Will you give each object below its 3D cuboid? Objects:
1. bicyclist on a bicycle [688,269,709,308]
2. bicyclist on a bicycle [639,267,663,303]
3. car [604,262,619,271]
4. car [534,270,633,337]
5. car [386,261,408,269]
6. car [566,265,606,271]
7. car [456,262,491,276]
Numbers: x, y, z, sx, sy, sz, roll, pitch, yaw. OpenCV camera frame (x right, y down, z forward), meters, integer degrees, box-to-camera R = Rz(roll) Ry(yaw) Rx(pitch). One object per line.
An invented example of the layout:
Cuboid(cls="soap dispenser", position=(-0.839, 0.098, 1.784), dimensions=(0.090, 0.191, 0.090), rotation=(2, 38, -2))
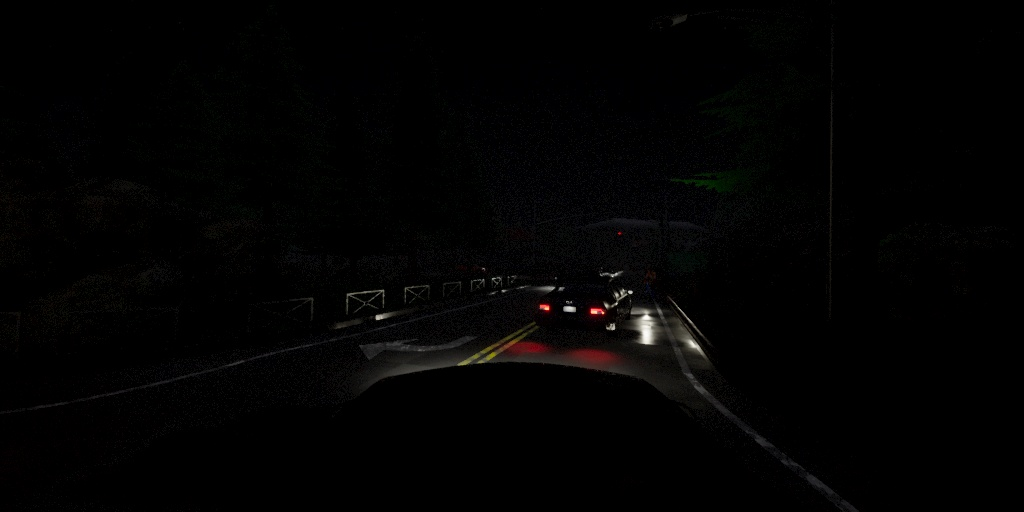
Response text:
Cuboid(cls="bicyclist on a bicycle", position=(7.863, 1.363, 15.106), dimensions=(1.656, 1.620, 0.582), rotation=(1, -1, -34))
Cuboid(cls="bicyclist on a bicycle", position=(6.417, 1.351, 16.487), dimensions=(1.656, 1.620, 0.582), rotation=(1, -1, -31))
Cuboid(cls="car", position=(15.578, 1.988, 57.917), dimensions=(2.097, 1.767, 4.553), rotation=(1, -1, 20))
Cuboid(cls="car", position=(2.296, 1.283, 10.277), dimensions=(2.033, 1.411, 5.357), rotation=(1, -1, 24))
Cuboid(cls="car", position=(-14.494, 1.443, 48.004), dimensions=(4.553, 1.767, 2.097), rotation=(1, -1, 20))
Cuboid(cls="car", position=(5.068, 1.566, 27.272), dimensions=(2.033, 1.411, 5.357), rotation=(1, -1, 33))
Cuboid(cls="car", position=(-4.905, 1.578, 44.554), dimensions=(4.553, 1.767, 2.097), rotation=(1, -1, 20))
